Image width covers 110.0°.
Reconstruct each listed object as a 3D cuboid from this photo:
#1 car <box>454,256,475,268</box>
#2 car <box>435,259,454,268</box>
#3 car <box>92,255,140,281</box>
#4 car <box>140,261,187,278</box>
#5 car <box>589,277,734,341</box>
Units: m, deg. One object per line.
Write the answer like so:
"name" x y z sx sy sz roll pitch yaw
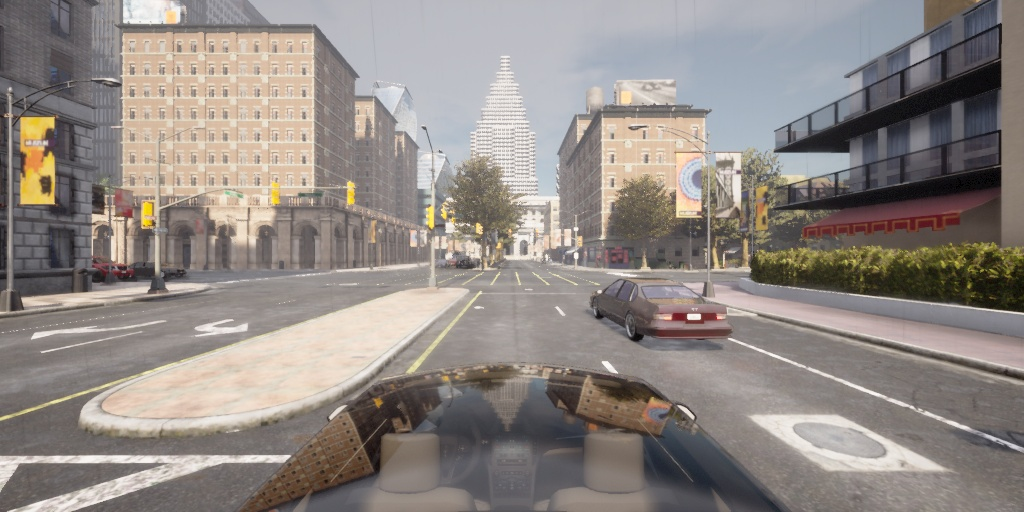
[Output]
"car" -8.062 0.971 60.697 2.150 2.045 5.566 0 0 0
"car" -11.557 1.297 60.073 2.033 1.411 5.357 0 0 0
"car" -34.648 0.971 29.438 5.566 2.045 2.150 0 0 0
"car" -32.849 1.255 32.965 4.892 1.490 1.837 0 0 0
"car" 3.634 1.297 9.886 2.033 1.411 5.357 0 0 -3
